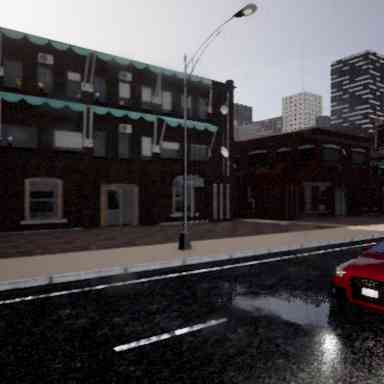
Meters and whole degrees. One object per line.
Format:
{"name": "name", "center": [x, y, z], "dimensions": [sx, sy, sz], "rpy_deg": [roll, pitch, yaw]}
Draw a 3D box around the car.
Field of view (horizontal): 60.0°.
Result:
{"name": "car", "center": [4.828, 1.652, 7.121], "dimensions": [4.181, 1.385, 1.994], "rpy_deg": [1, 0, -35]}
